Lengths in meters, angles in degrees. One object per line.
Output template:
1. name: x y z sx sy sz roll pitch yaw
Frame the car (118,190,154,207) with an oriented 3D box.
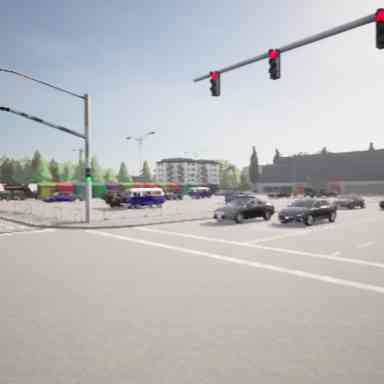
1. car: -7.755 0.829 46.008 3.806 1.475 1.970 -1 1 -42

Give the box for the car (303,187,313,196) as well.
1. car: 22.124 0.096 61.478 3.866 1.878 1.905 -1 1 -42

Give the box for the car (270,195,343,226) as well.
1. car: 7.174 1.172 20.496 4.892 1.490 1.837 -1 1 -42

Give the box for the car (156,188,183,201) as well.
1. car: -4.038 0.289 64.315 4.605 1.855 1.932 -1 1 -42

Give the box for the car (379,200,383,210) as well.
1. car: 19.519 0.995 31.668 4.718 1.301 1.895 -1 1 -42

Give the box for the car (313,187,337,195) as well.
1. car: 24.019 0.108 59.289 4.605 1.855 1.932 -1 1 -42

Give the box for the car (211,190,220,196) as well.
1. car: 7.049 0.231 78.207 3.806 1.475 1.970 -1 1 -42

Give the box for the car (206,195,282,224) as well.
1. car: 3.453 1.172 21.850 4.902 1.511 2.128 -1 1 -42

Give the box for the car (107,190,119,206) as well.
1. car: -9.691 0.784 48.160 3.905 1.438 1.784 -1 1 -42

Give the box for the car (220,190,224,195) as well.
1. car: 8.974 0.005 76.044 3.866 1.878 1.905 -1 1 -42

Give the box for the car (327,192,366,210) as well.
1. car: 15.421 0.942 32.667 4.674 1.442 1.812 -1 1 -42

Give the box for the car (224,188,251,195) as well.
1. car: 7.330 0.609 51.815 3.806 1.475 1.970 -1 1 -42

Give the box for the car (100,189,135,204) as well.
1. car: -11.524 0.562 50.119 4.605 1.855 1.932 -1 1 -42

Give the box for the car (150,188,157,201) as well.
1. car: -5.925 0.485 66.515 3.905 1.438 1.784 -1 1 -42
